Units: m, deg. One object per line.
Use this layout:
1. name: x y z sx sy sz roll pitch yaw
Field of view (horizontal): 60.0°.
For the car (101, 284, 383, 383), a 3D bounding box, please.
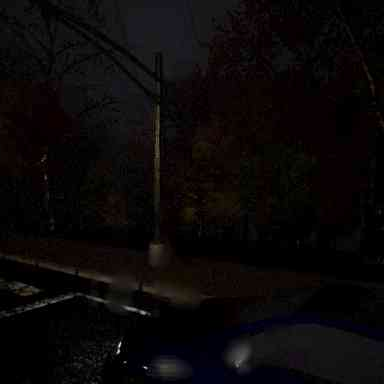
1. car: 1.146 1.564 2.865 4.181 1.385 1.994 0 0 35
